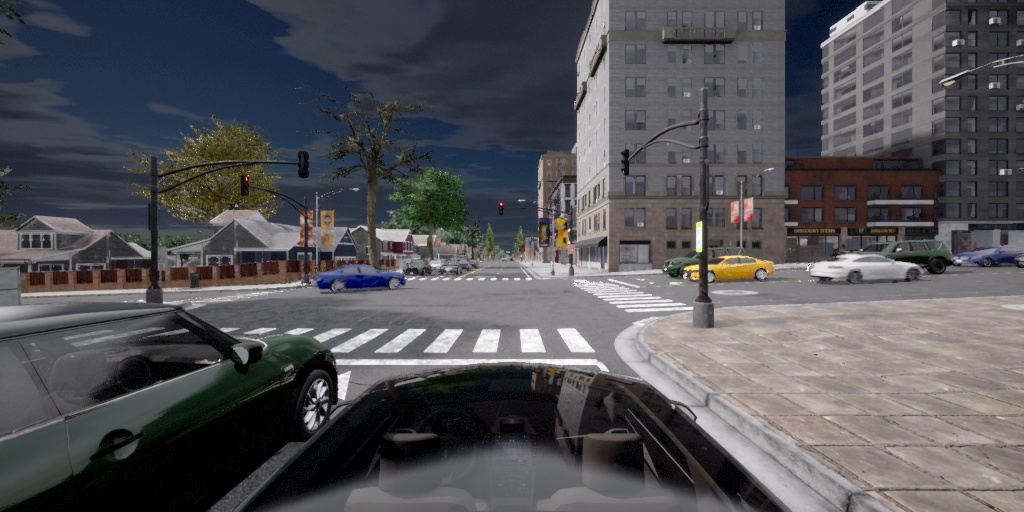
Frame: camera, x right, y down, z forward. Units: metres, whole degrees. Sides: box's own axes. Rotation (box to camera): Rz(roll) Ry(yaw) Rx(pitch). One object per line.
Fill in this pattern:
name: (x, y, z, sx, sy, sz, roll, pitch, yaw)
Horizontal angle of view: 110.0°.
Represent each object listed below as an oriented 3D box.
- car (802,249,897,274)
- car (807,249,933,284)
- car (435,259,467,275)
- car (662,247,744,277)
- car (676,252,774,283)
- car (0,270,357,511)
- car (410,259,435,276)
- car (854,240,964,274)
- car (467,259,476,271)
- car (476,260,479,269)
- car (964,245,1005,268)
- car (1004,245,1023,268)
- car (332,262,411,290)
car: (23.419, 0.361, 25.017, 4.892, 1.490, 1.837, -2, 0, 0)
car: (17.962, 0.611, 18.303, 4.674, 1.442, 1.812, -2, 0, 0)
car: (-6.599, 1.262, 39.578, 2.128, 1.511, 4.902, 0, 0, 0)
car: (13.452, 0.459, 24.985, 5.566, 2.045, 2.150, -2, 0, 0)
car: (13.032, 0.742, 21.737, 5.008, 1.535, 1.882, -2, 0, -1)
car: (-3.151, 1.102, 2.510, 2.097, 1.767, 4.553, 0, 0, 0)
car: (-9.850, 1.120, 37.503, 2.097, 1.767, 4.553, 0, 0, 0)
car: (23.128, 0.099, 21.765, 5.566, 2.045, 2.150, -2, 0, 0)
car: (-6.605, 1.335, 49.296, 2.033, 1.411, 5.357, 0, 0, 0)
car: (-6.596, 1.321, 59.642, 1.837, 1.490, 4.892, 0, 0, 0)
car: (33.550, 0.007, 25.040, 4.674, 1.442, 1.812, -2, 0, 0)
car: (33.676, 0.013, 21.788, 4.674, 1.442, 1.812, -2, 0, 0)
car: (-8.895, 1.257, 21.219, 5.008, 1.535, 1.882, -1, 1, -34)
